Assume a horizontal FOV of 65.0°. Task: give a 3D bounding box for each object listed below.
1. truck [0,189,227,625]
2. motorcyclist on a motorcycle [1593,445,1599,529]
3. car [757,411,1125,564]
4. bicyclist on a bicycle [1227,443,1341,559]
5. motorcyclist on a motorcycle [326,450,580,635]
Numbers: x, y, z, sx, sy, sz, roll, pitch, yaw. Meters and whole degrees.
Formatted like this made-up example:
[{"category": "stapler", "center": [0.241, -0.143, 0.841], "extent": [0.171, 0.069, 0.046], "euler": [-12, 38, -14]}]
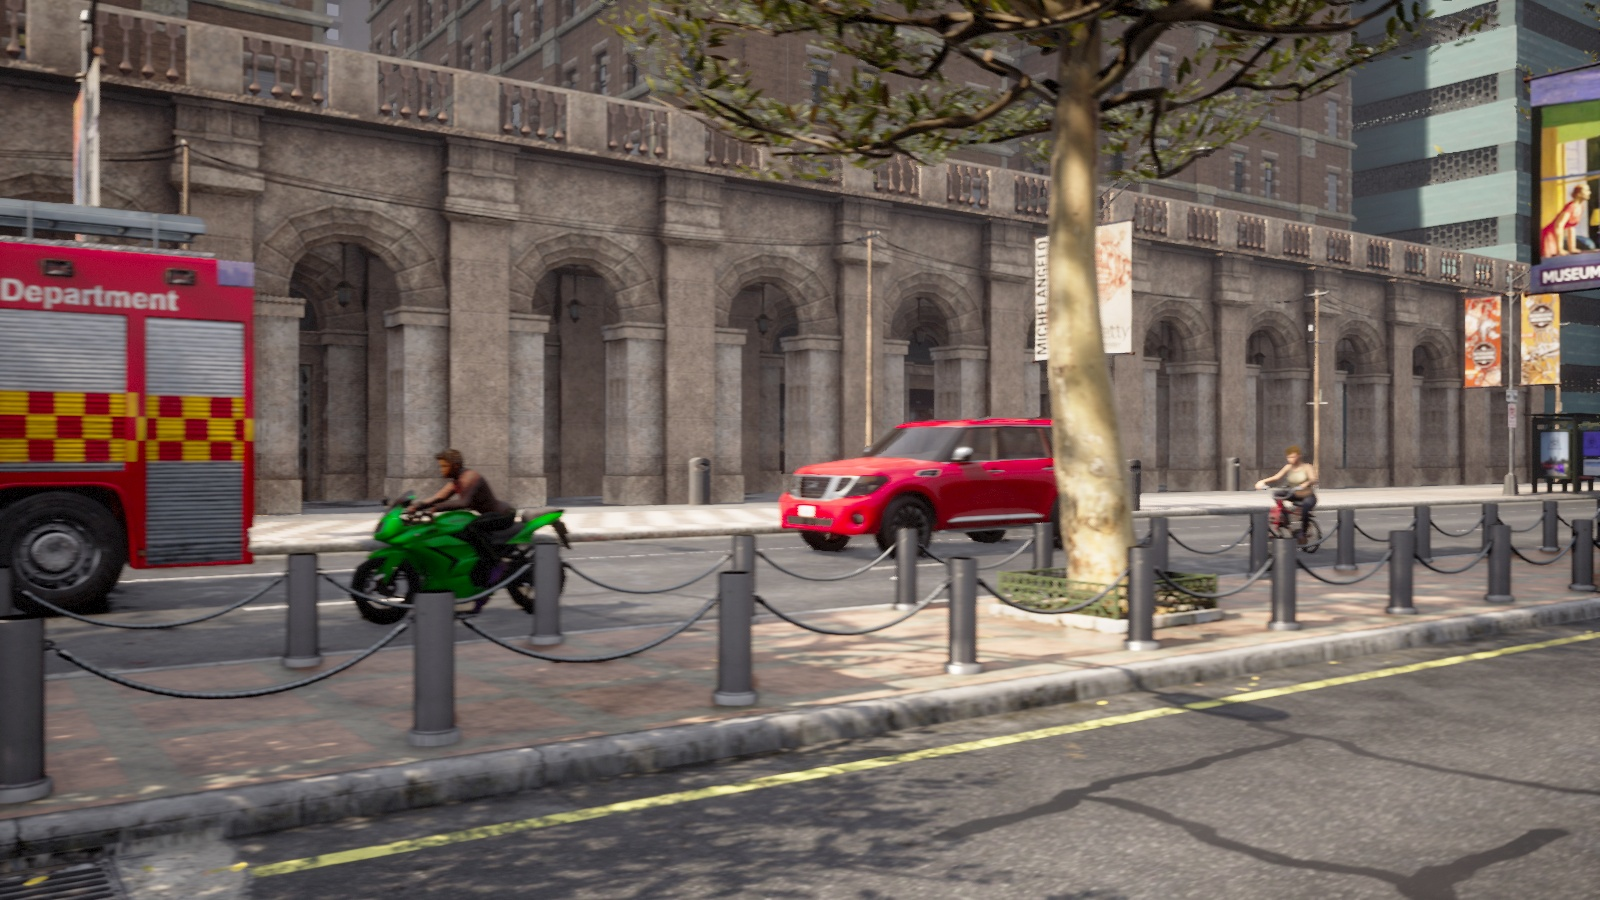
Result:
[{"category": "truck", "center": [-9.812, -0.373, 10.844], "extent": [8.468, 3.827, 2.891], "euler": [0, 0, -35]}, {"category": "motorcyclist on a motorcycle", "center": [16.828, 0.721, 25.123], "extent": [2.350, 1.649, 0.766], "euler": [0, 0, -35]}, {"category": "car", "center": [2.264, 0.506, 19.248], "extent": [5.566, 2.045, 2.150], "euler": [0, 0, -35]}, {"category": "bicyclist on a bicycle", "center": [7.069, 0.711, 18.334], "extent": [1.509, 1.612, 0.866], "euler": [0, 0, -35]}, {"category": "motorcyclist on a motorcycle", "center": [-3.086, 0.761, 11.258], "extent": [2.044, 1.523, 0.797], "euler": [0, 0, -35]}]
